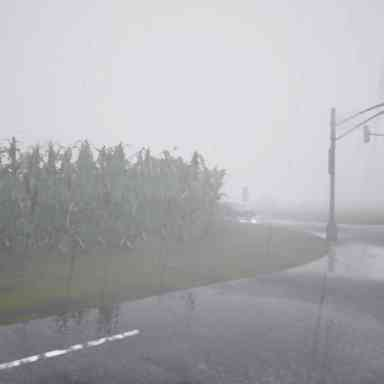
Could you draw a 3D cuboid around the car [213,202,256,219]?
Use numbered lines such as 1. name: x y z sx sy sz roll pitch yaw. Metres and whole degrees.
1. car: 3.537 1.631 30.258 2.033 1.411 5.357 1 -1 -27
